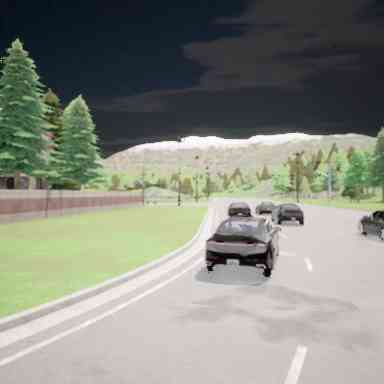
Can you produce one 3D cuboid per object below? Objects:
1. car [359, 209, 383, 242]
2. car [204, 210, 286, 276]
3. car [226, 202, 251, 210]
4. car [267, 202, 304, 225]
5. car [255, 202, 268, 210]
[{"bbox_3d":[9.853,1.582,16.411,1.837,1.490,4.892,0,0,8],"label":"car"},{"bbox_3d":[1.742,1.549,10.643,2.128,1.511,4.902,0,0,17],"label":"car"},{"bbox_3d":[4.019,1.632,28.846,1.882,1.535,5.008,0,0,4],"label":"car"},{"bbox_3d":[7.250,1.637,25.533,1.837,1.490,4.892,0,0,5],"label":"car"},{"bbox_3d":[8.084,1.753,36.191,1.994,1.385,4.181,0,0,4],"label":"car"}]
